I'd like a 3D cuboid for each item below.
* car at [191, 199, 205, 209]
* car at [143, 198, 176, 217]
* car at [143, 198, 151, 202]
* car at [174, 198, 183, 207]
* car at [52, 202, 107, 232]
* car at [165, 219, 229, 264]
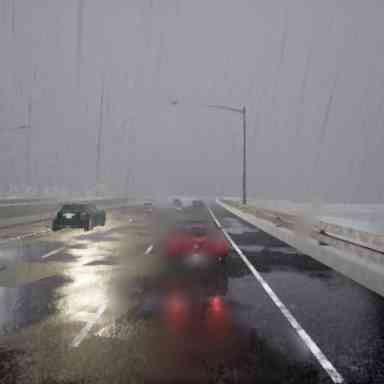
[{"bbox_3d":[0.831,1.700,48.897,1.994,1.385,4.181,0,0,2],"label":"car"},{"bbox_3d":[-3.071,1.629,32.524,2.033,1.411,5.357,0,0,1],"label":"car"},{"bbox_3d":[-6.149,1.630,49.726,2.128,1.511,4.902,0,0,2],"label":"car"},{"bbox_3d":[-2.485,1.685,54.772,1.812,1.442,4.674,0,0,2],"label":"car"},{"bbox_3d":[-6.760,1.398,20.470,2.097,1.767,4.553,0,0,1],"label":"car"},{"bbox_3d":[0.153,1.626,11.843,1.895,1.301,4.718,0,0,0],"label":"car"}]
